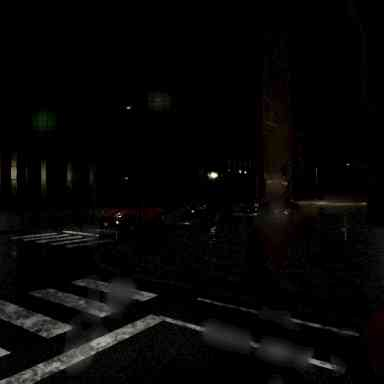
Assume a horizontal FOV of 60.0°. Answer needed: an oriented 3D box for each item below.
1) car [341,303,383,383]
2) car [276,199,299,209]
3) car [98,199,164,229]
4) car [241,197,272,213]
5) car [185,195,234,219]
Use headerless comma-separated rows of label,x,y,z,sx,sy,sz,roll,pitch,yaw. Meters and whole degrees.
car,3.534,1.221,1.168,5.566,2.045,2.150,0,0,36
car,13.124,1.624,45.650,1.994,1.385,4.181,0,0,36
car,-3.920,1.377,21.976,2.097,1.767,4.553,0,0,35
car,7.390,1.399,37.716,2.097,1.767,4.553,0,0,36
car,1.686,1.257,29.801,2.150,2.045,5.566,0,0,36
